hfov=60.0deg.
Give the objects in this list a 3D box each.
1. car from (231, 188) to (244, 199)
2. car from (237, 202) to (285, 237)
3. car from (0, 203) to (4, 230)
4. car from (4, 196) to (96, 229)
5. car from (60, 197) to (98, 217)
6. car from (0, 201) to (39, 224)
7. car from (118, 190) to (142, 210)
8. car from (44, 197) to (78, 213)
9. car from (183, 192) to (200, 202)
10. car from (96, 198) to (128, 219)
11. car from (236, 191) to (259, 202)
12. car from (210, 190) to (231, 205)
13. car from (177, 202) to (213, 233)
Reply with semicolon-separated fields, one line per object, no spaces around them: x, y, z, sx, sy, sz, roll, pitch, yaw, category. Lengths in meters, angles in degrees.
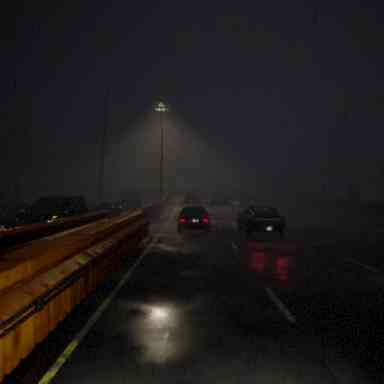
6.865;0.177;50.080;1.837;1.490;4.892;0;6;0;car
3.604;1.502;17.951;2.128;1.511;4.902;0;0;0;car
-10.577;1.561;21.268;2.033;1.411;5.357;0;0;0;car
-7.082;1.232;17.391;2.150;2.045;5.566;0;0;0;car
-10.545;1.369;31.524;1.882;1.535;5.008;0;2;0;car
-14.053;1.503;26.123;1.837;1.490;4.892;0;1;0;car
-7.077;0.828;38.122;2.150;2.045;5.566;0;3;0;car
-14.067;1.316;36.037;1.895;1.301;4.718;0;3;0;car
-0.062;0.700;44.303;1.837;1.490;4.892;0;5;0;car
-7.056;1.528;27.628;2.033;1.411;5.357;0;1;0;car
6.912;1.039;40.424;1.994;1.385;4.181;0;4;0;car
3.431;0.644;43.020;2.097;1.767;4.553;0;4;0;car
0.103;1.559;19.879;2.033;1.411;5.357;0;0;0;car
